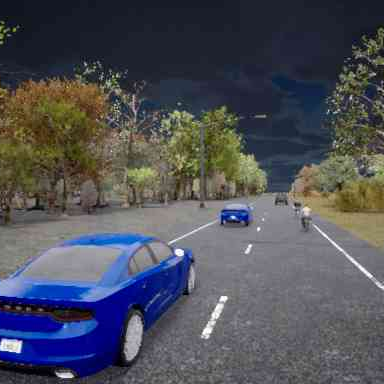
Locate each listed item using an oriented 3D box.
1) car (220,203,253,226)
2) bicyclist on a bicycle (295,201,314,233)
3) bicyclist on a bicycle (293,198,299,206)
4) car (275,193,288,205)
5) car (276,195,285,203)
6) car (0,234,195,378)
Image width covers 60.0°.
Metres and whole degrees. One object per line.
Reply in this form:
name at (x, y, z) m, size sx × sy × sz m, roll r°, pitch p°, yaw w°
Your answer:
car at (3.277, 1.489, 23.875) m, size 1.882 × 1.535 × 5.008 m, roll 0°, pitch 0°, yaw 14°
bicyclist on a bicycle at (6.469, 1.445, 18.835) m, size 0.866 × 1.612 × 1.509 m, roll 0°, pitch 0°, yaw 15°
bicyclist on a bicycle at (8.758, 1.383, 27.677) m, size 0.659 × 1.776 × 1.843 m, roll 0°, pitch 0°, yaw 14°
car at (16.330, 1.254, 60.778) m, size 2.150 × 2.045 × 5.566 m, roll 0°, pitch 0°, yaw 14°
car at (19.042, 1.515, 71.791) m, size 1.882 × 1.535 × 5.008 m, roll 0°, pitch 0°, yaw 14°
car at (-1.308, 1.480, 5.936) m, size 1.882 × 1.535 × 5.008 m, roll 0°, pitch 0°, yaw 14°
